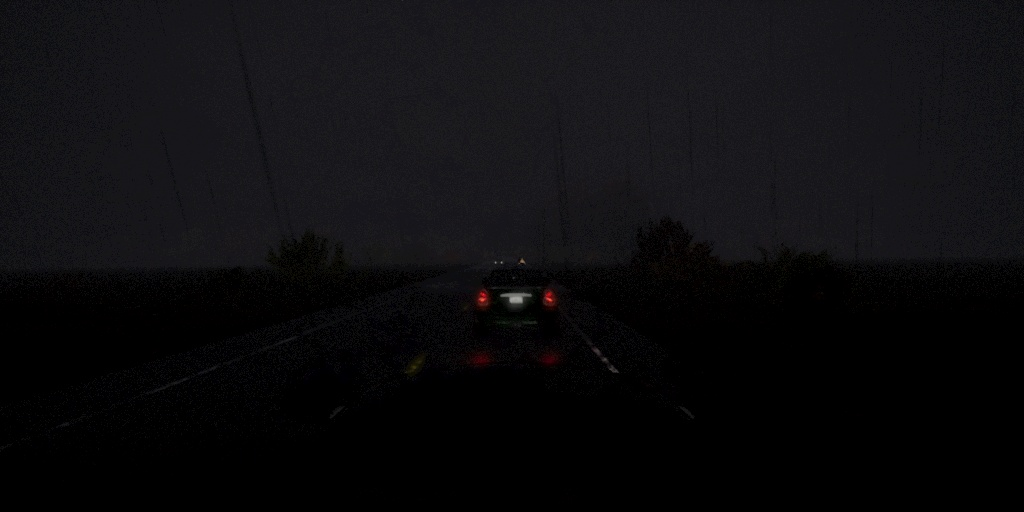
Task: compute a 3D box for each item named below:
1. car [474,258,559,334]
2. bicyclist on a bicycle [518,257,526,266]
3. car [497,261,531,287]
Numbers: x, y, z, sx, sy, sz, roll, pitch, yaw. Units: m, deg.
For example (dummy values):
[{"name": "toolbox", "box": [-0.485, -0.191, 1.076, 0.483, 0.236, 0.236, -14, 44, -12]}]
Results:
[{"name": "car", "box": [0.108, 1.059, 10.575, 2.097, 1.767, 4.553, 0, 0, 0]}, {"name": "bicyclist on a bicycle", "box": [1.010, 1.024, 36.342, 0.866, 1.612, 1.509, 0, 0, 0]}, {"name": "car", "box": [0.119, 1.134, 24.555, 2.128, 1.511, 4.902, 0, 0, 0]}]
